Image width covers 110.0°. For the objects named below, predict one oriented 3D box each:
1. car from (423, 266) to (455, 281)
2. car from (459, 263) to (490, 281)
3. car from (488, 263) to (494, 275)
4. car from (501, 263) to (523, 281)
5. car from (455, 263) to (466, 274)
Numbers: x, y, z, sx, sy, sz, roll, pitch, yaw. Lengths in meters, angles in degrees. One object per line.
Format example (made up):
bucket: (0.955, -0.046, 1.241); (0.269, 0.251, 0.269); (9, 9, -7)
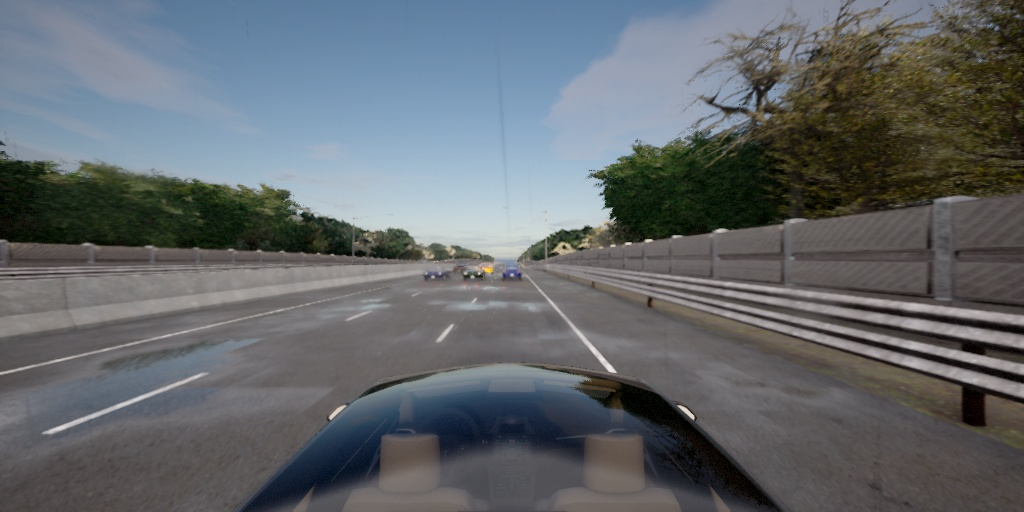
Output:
car: (-6.976, 1.618, 33.966); (1.895, 1.301, 4.718); (0, -1, 0)
car: (-3.476, 1.617, 33.978); (1.895, 1.301, 4.718); (0, -1, 0)
car: (-3.433, 1.671, 48.015); (1.882, 1.535, 5.008); (0, -1, 1)
car: (0.025, 1.542, 34.002); (1.812, 1.442, 4.674); (0, -1, 1)
car: (-6.921, 1.727, 50.045); (1.837, 1.490, 4.892); (0, 0, 0)
